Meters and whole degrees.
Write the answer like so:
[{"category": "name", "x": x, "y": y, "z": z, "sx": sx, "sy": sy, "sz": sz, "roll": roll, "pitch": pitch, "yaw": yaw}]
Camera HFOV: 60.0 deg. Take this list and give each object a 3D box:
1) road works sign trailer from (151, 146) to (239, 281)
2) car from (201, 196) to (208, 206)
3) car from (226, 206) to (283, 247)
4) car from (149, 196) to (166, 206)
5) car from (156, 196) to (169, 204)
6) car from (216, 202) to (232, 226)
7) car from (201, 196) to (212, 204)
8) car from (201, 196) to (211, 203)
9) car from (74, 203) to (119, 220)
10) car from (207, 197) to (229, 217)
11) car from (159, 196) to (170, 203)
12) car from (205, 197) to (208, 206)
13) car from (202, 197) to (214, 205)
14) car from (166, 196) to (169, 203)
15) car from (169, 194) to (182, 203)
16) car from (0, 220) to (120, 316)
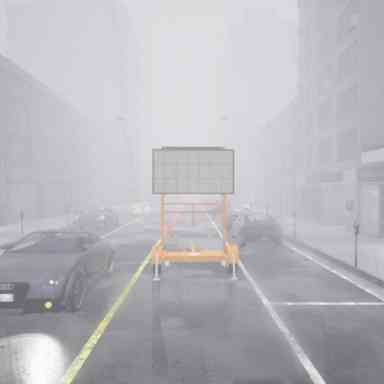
[{"category": "road works sign trailer", "x": 0.035, "y": 0.462, "z": 9.897, "sx": 2.380, "sy": 3.560, "sz": 2.880, "roll": 0, "pitch": 0, "yaw": -2}, {"category": "car", "x": 2.815, "y": 1.581, "z": 53.327, "sx": 1.947, "sy": 1.339, "sz": 4.313, "roll": -1, "pitch": 0, "yaw": 0}, {"category": "car", "x": 2.769, "y": 1.549, "z": 14.790, "sx": 2.008, "sy": 1.369, "sz": 4.403, "roll": -1, "pitch": 0, "yaw": 0}, {"category": "car", "x": -5.712, "y": 1.455, "z": 53.337, "sx": 1.967, "sy": 1.590, "sz": 4.097, "roll": -1, "pitch": 0, "yaw": 0}, {"category": "car", "x": -5.697, "y": 1.575, "z": 64.347, "sx": 2.008, "sy": 1.369, "sz": 4.403, "roll": -1, "pitch": 0, "yaw": 0}, {"category": "car", "x": 2.775, "y": 1.544, "z": 20.296, "sx": 1.887, "sy": 1.381, "sz": 4.507, "roll": -1, "pitch": 0, "yaw": 0}, {"category": "car", "x": 2.828, "y": 1.569, "z": 64.337, "sx": 1.887, "sy": 1.381, "sz": 4.507, "roll": -1, "pitch": 0, "yaw": 0}, {"category": "car", "x": 2.834, "y": 1.574, "z": 69.842, "sx": 1.887, "sy": 1.381, "sz": 4.507, "roll": -1, "pitch": 0, "yaw": 0}, {"category": "car", "x": -5.751, "y": 1.439, "z": 20.306, "sx": 1.967, "sy": 1.590, "sz": 4.097, "roll": -1, "pitch": 0, "yaw": 0}, {"category": "car", "x": 2.787, "y": 1.443, "z": 31.306, "sx": 1.967, "sy": 1.590, "sz": 4.097, "roll": -1, "pitch": 0, "yaw": 0}, {"category": "car", "x": -5.691, "y": 1.573, "z": 69.853, "sx": 1.887, "sy": 1.381, "sz": 4.507, "roll": -1, "pitch": 0, "yaw": 0}, {"category": "car", "x": 2.795, "y": 1.550, "z": 36.811, "sx": 1.887, "sy": 1.381, "sz": 4.507, "roll": -1, "pitch": 0, "yaw": 0}, {"category": "car", "x": 2.821, "y": 1.564, "z": 58.831, "sx": 1.887, "sy": 1.381, "sz": 4.507, "roll": -1, "pitch": 0, "yaw": 0}, {"category": "car", "x": -5.704, "y": 1.585, "z": 58.842, "sx": 1.947, "sy": 1.339, "sz": 4.313, "roll": -1, "pitch": 0, "yaw": 0}, {"category": "car", "x": -2.988, "y": 1.245, "z": 60.963, "sx": 2.150, "sy": 2.045, "sz": 5.566, "roll": 0, "pitch": 0, "yaw": 0}, {"category": "car", "x": -3.093, "y": 1.562, "z": 7.502, "sx": 1.994, "sy": 1.385, "sz": 4.181, "roll": 0, "pitch": 0, "yaw": 0}]
